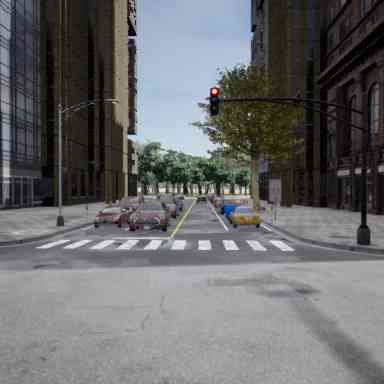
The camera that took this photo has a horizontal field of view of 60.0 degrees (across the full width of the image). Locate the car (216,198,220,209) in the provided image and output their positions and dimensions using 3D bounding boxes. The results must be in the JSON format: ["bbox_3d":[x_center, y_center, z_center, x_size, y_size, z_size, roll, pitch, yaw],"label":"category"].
[{"bbox_3d":[3.696,1.531,33.061,1.947,1.339,4.313,-1,0,2],"label":"car"}]

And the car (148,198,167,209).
[{"bbox_3d":[-4.519,1.491,44.639,2.008,1.369,4.403,-1,0,2],"label":"car"}]

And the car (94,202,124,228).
[{"bbox_3d":[-5.133,1.565,21.927,1.802,1.307,4.206,-1,0,2],"label":"car"}]

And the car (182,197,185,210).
[{"bbox_3d":[-1.993,1.554,39.109,1.895,1.301,4.718,0,0,2],"label":"car"}]

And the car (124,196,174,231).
[{"bbox_3d":[-2.452,1.337,20.183,2.097,1.767,4.553,0,0,0],"label":"car"}]

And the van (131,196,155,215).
[{"bbox_3d":[-4.828,1.306,33.283,1.690,1.788,3.998,-1,0,2],"label":"van"}]

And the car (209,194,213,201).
[{"bbox_3d":[4.310,1.462,55.769,2.008,1.369,4.403,-1,0,2],"label":"car"}]

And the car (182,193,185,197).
[{"bbox_3d":[-3.444,1.375,84.381,1.887,1.381,4.507,0,0,2],"label":"car"}]

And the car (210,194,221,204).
[{"bbox_3d":[4.157,1.471,50.092,1.887,1.381,4.507,-1,0,2],"label":"car"}]

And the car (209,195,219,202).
[{"bbox_3d":[4.771,1.415,72.800,2.008,1.369,4.403,0,0,2],"label":"car"}]

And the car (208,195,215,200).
[{"bbox_3d":[5.232,1.379,89.832,1.947,1.339,4.313,0,0,2],"label":"car"}]

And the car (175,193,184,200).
[{"bbox_3d":[-3.293,1.128,90.058,2.192,1.841,5.009,0,0,2],"label":"car"}]

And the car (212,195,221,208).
[{"bbox_3d":[4.008,1.466,44.585,1.752,1.417,4.829,-1,0,2],"label":"car"}]

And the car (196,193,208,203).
[{"bbox_3d":[1.926,1.389,65.851,1.837,1.490,4.892,0,0,2],"label":"car"}]

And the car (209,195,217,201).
[{"bbox_3d":[4.925,1.429,78.478,1.802,1.307,4.206,0,0,2],"label":"car"}]

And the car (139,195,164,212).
[{"bbox_3d":[-4.675,1.269,38.961,2.192,1.841,5.009,-1,0,2],"label":"car"}]

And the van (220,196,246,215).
[{"bbox_3d":[3.540,1.316,27.383,1.690,1.788,3.998,-1,0,2],"label":"van"}]

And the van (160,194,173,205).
[{"bbox_3d":[-4.214,1.252,55.993,1.690,1.788,3.998,0,0,2],"label":"van"}]

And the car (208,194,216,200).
[{"bbox_3d":[5.082,1.355,84.324,1.752,1.417,4.829,0,0,2],"label":"car"}]

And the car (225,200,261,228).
[{"bbox_3d":[3.393,1.508,21.875,1.752,1.417,4.829,-1,0,2],"label":"car"}]

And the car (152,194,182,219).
[{"bbox_3d":[-2.270,1.324,28.993,2.097,1.767,4.553,0,0,2],"label":"car"}]

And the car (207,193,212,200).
[{"bbox_3d":[4.462,1.211,61.446,2.192,1.841,5.009,-1,0,2],"label":"car"}]

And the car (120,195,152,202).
[{"bbox_3d":[-4.983,1.290,27.605,2.192,1.841,5.009,-1,0,2],"label":"car"}]
